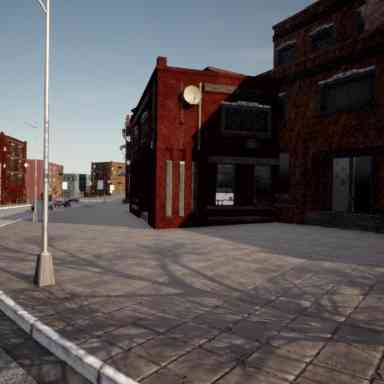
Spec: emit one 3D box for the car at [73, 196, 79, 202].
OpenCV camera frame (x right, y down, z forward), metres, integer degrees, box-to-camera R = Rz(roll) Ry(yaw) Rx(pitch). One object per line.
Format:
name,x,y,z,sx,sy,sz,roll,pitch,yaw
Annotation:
car,-29.210,1.795,81.928,2.033,1.411,5.357,1,0,-9

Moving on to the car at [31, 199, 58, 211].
car,-19.127,1.683,42.751,1.994,1.385,4.181,1,0,-9

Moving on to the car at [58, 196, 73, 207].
car,-20.976,1.694,53.691,1.812,1.442,4.674,1,0,-9
